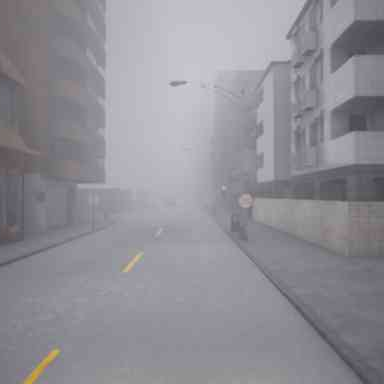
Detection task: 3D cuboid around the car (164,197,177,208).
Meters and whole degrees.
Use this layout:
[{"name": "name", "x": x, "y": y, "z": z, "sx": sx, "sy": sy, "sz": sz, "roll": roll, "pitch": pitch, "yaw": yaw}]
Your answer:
[{"name": "car", "x": -4.061, "y": 1.904, "z": 64.364, "sx": 2.150, "sy": 2.045, "sz": 5.566, "roll": 0, "pitch": -1, "yaw": 0}]
